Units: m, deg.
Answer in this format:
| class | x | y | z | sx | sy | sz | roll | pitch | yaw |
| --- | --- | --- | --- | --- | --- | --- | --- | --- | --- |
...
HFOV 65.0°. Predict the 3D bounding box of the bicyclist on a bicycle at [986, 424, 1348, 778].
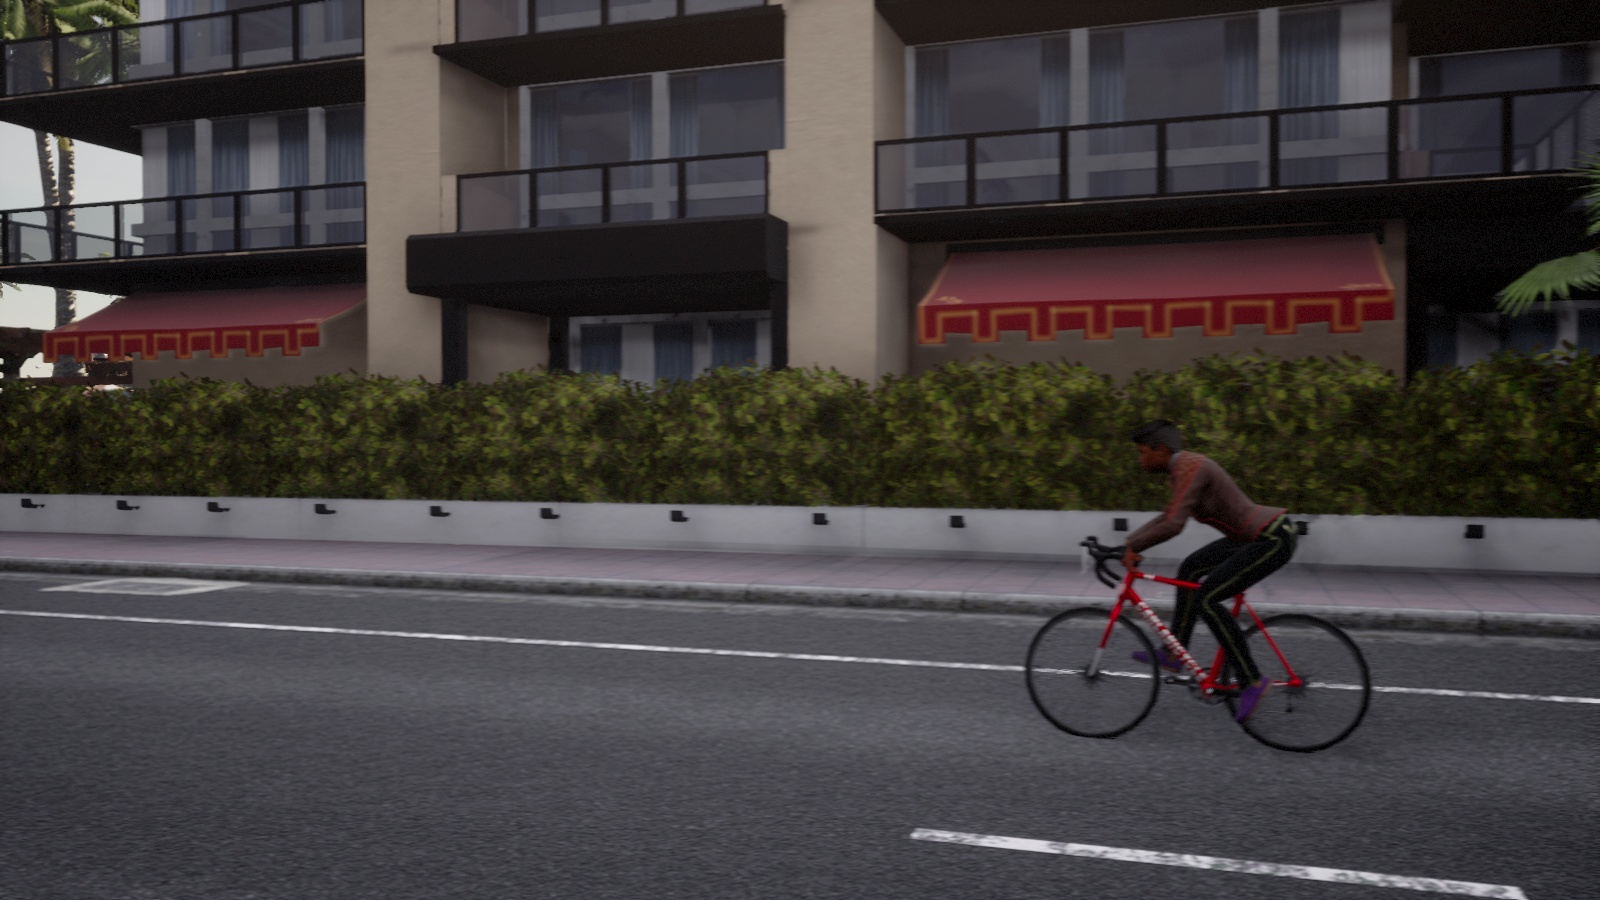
| class | x | y | z | sx | sy | sz | roll | pitch | yaw |
| --- | --- | --- | --- | --- | --- | --- | --- | --- | --- |
| bicyclist on a bicycle | 1.803 | 0.686 | 6.269 | 1.656 | 1.620 | 0.582 | 0 | 1 | 18 |
